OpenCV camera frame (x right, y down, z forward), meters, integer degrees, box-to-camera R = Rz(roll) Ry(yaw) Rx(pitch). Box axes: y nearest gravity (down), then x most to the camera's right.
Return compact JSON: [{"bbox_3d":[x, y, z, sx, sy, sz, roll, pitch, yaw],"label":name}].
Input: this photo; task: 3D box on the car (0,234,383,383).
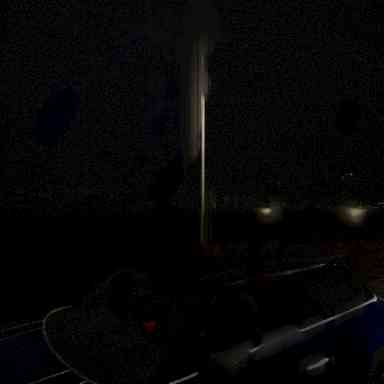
[{"bbox_3d":[-0.062,1.363,3.017,4.553,1.767,2.097,0,0,-35],"label":"car"}]
